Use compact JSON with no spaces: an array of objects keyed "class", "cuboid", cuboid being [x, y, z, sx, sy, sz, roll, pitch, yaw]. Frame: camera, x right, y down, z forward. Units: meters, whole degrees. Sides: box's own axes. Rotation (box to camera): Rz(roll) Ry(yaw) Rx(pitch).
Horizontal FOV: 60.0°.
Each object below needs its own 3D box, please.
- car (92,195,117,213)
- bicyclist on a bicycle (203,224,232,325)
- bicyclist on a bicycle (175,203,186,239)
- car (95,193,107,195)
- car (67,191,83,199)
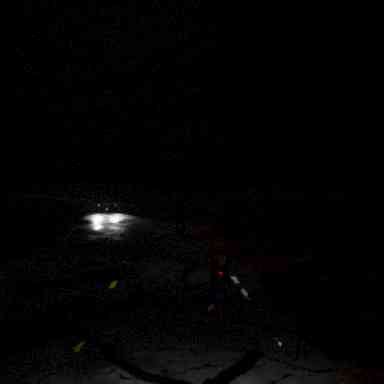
[{"class":"car","cuboid":[-8.318,1.247,32.057,1.895,1.301,4.718,0,1,-18]},{"class":"bicyclist on a bicycle","cuboid":[0.483,1.441,6.152,0.582,1.620,1.656,0,0,-3]},{"class":"bicyclist on a bicycle","cuboid":[-0.537,1.349,15.621,0.582,1.620,1.656,1,0,-8]},{"class":"car","cuboid":[-15.421,0.866,56.172,2.033,1.411,5.357,0,1,-30]},{"class":"car","cuboid":[-24.437,0.608,69.678,1.812,1.442,4.674,0,1,-40]}]
